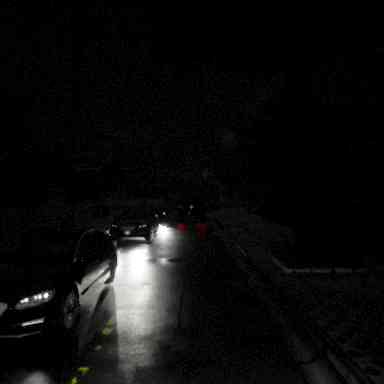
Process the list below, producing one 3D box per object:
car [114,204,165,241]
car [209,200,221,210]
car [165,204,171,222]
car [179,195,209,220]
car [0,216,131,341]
[{"bbox_3d":[-2.832,1.524,17.024,2.128,1.511,4.902,0,0,0],"label":"car"},{"bbox_3d":[2.499,1.729,44.325,1.994,1.385,4.181,0,-1,15],"label":"car"},{"bbox_3d":[-2.758,1.651,26.633,1.895,1.301,4.718,0,0,0],"label":"car"},{"bbox_3d":[0.103,1.279,28.868,2.150,2.045,5.566,0,0,3],"label":"car"},{"bbox_3d":[-2.844,1.504,6.865,2.128,1.511,4.902,0,0,0],"label":"car"}]
